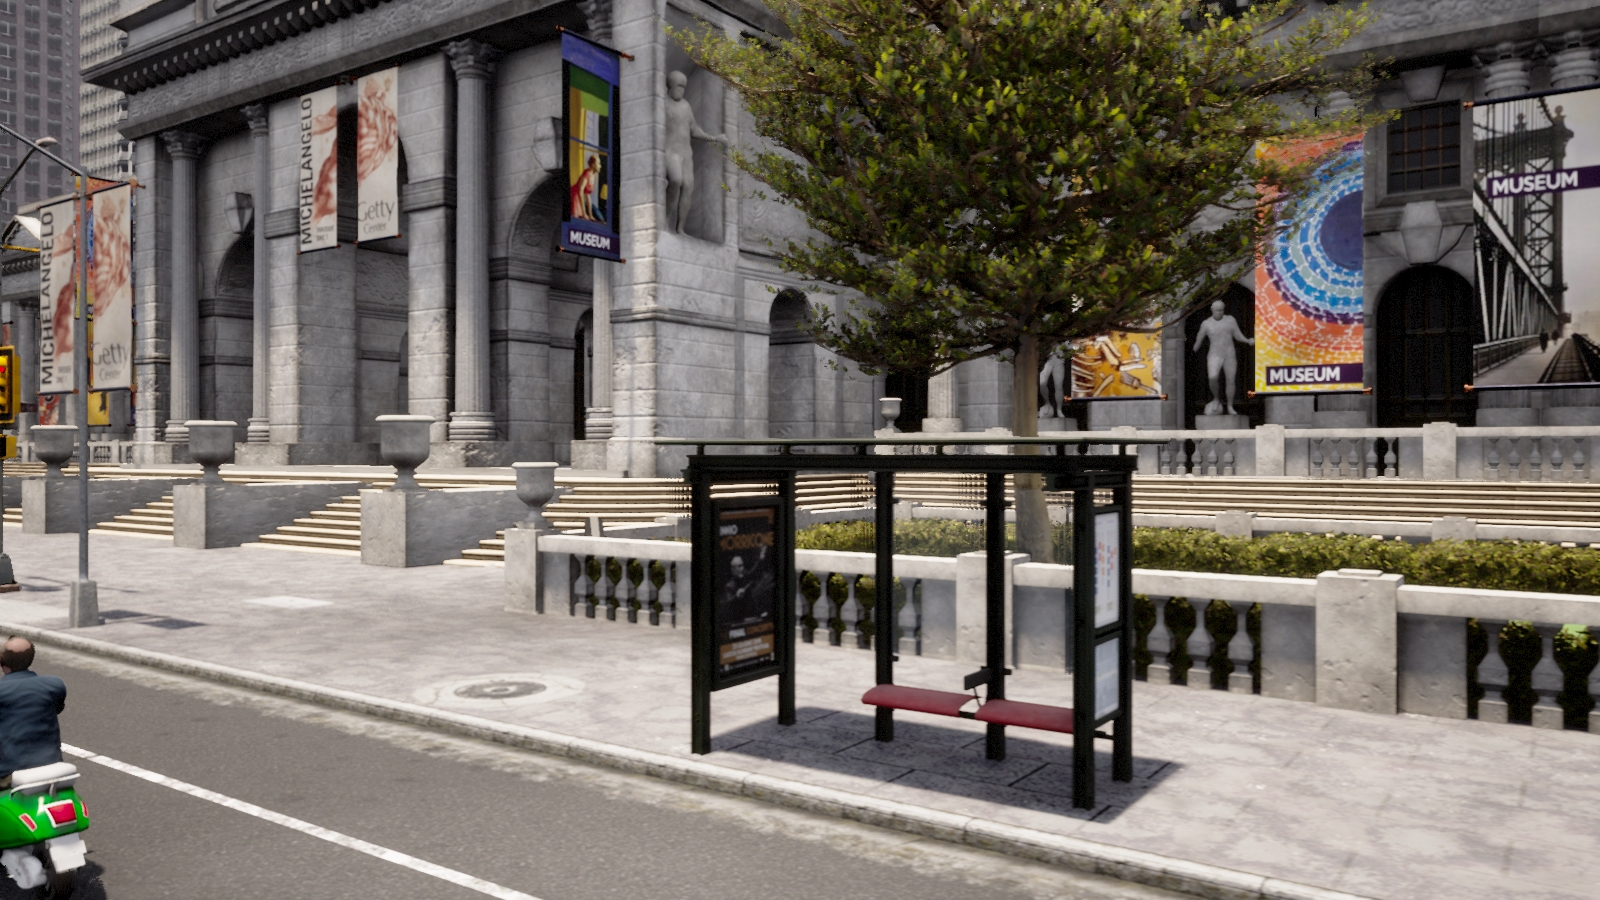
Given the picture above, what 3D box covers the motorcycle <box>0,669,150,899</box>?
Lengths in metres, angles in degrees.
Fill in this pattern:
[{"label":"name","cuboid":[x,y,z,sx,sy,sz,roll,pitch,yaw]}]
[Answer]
[{"label":"motorcycle","cuboid":[-5.071,2.188,7.351,1.805,1.236,0.856,-1,0,35]}]
